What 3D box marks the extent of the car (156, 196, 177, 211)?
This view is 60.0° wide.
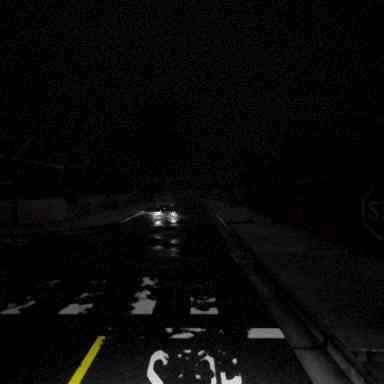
[{"bbox_3d":[-2.552,1.191,33.626,1.812,1.442,4.674,0,2,1],"label":"car"}]
